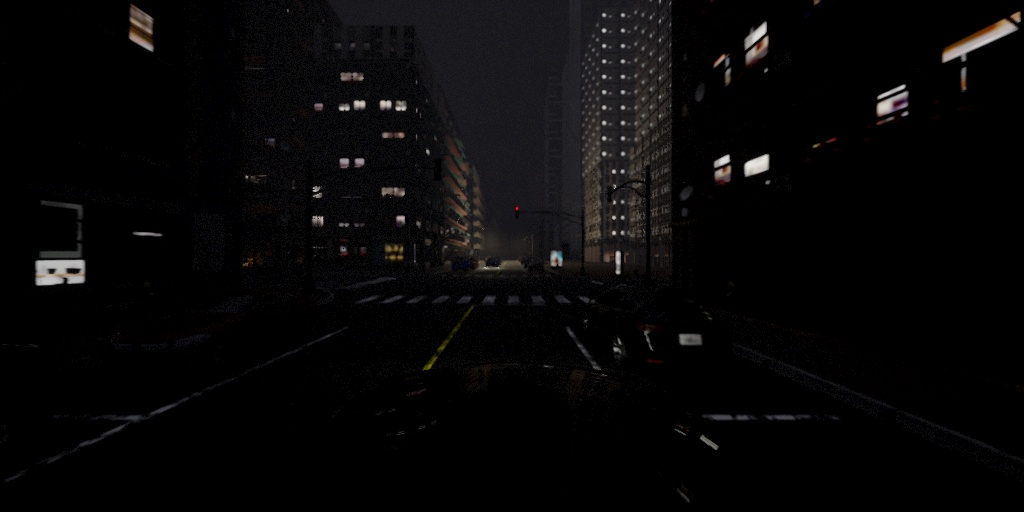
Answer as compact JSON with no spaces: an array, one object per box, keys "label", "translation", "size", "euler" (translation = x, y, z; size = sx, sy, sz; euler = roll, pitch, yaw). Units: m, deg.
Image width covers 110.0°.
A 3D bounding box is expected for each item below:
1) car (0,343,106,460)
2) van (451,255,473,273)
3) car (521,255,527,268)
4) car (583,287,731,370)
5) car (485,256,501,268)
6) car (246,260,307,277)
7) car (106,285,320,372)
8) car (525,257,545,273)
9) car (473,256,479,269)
[{"label":"car","translation":[-5.689,1.314,1.980],"size":[1.948,1.339,4.313],"euler":[0,0,0]},{"label":"van","translation":[-5.699,0.880,39.897],"size":[1.690,1.789,3.998],"euler":[0,0,0]},{"label":"car","translation":[2.680,0.922,50.953],"size":[1.967,1.591,4.097],"euler":[0,0,0]},{"label":"car","translation":[2.690,1.283,7.493],"size":[1.948,1.339,4.313],"euler":[0,0,0]},{"label":"car","translation":[-3.013,0.950,54.580],"size":[1.882,1.535,5.008],"euler":[0,1,0]},{"label":"car","translation":[-18.800,0.946,28.719],"size":[4.313,1.339,1.948],"euler":[0,0,0]},{"label":"car","translation":[-5.691,1.298,7.503],"size":[1.802,1.307,4.207],"euler":[0,0,0]},{"label":"car","translation":[2.683,1.122,39.898],"size":[1.802,1.307,4.207],"euler":[0,0,0]},{"label":"car","translation":[-5.700,0.825,45.424],"size":[2.192,1.841,5.009],"euler":[0,0,0]}]
